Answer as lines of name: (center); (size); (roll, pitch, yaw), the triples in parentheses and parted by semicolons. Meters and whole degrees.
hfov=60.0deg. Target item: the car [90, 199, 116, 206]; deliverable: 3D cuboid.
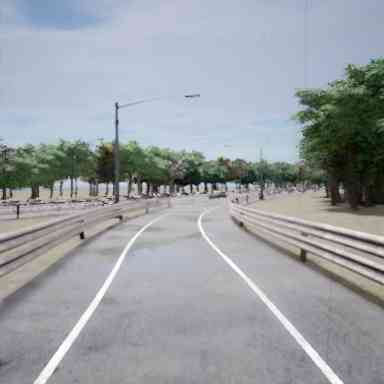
car: (-12.135, 1.624, 47.392); (1.895, 1.301, 4.718); (0, 2, 36)

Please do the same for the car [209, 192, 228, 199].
car: (5.696, 0.758, 71.583); (2.033, 1.411, 5.357); (0, 2, 36)
